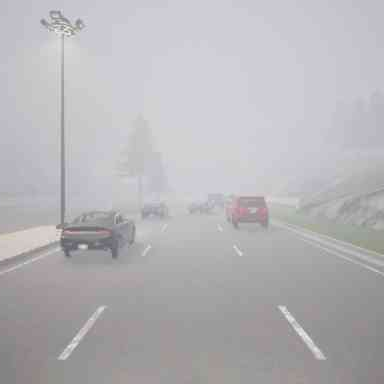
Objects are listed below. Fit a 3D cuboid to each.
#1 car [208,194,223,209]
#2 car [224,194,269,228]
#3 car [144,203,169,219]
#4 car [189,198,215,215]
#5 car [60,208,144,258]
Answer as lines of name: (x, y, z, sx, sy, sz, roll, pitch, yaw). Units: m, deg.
car: (3.425, 1.221, 44.487, 2.150, 2.045, 5.566, 0, 0, 16)
car: (3.628, 1.224, 22.314, 2.150, 2.045, 5.566, 0, 0, 0)
car: (-3.154, 1.600, 29.370, 1.895, 1.301, 4.718, 0, 0, 3)
car: (0.947, 1.600, 34.434, 1.895, 1.301, 4.718, 0, 0, 9)
car: (-3.398, 1.491, 12.796, 2.128, 1.511, 4.902, 0, 0, 0)
